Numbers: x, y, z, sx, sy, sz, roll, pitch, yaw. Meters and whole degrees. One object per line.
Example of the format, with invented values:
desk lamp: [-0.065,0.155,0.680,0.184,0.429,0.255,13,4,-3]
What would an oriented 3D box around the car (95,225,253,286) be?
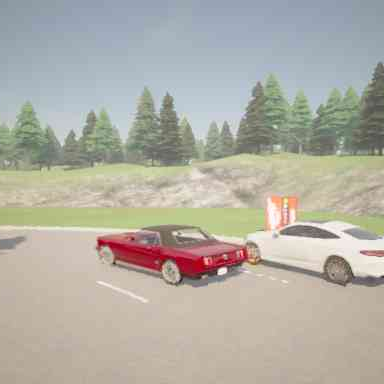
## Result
car: [-0.847,1.600,9.510,4.718,1.301,1.895,0,0,45]

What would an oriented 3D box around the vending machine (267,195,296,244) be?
vending machine: [4.060,1.195,15.087,0.880,2.100,1.100,0,0,43]

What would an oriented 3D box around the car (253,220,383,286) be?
car: [3.475,1.525,9.546,1.812,1.442,4.674,1,0,-35]
